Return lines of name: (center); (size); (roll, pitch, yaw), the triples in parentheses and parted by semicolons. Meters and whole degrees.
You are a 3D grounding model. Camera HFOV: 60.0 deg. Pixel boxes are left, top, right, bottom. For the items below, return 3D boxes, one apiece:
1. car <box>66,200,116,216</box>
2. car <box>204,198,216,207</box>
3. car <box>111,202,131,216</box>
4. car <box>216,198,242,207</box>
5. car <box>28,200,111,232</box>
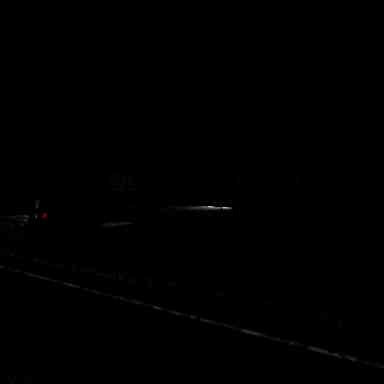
car: (-10.550, 1.640, 35.057); (1.837, 1.490, 4.892); (0, 0, 39)
car: (3.697, 1.608, 53.415); (1.994, 1.385, 4.181); (0, 0, 37)
car: (-7.984, 1.682, 32.661); (1.994, 1.385, 4.181); (0, 0, 39)
car: (5.923, 1.598, 50.549); (1.994, 1.385, 4.181); (0, 0, 37)
car: (-7.900, 1.441, 21.403); (2.097, 1.767, 4.553); (0, 0, 39)
